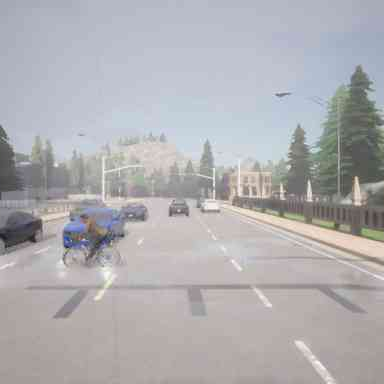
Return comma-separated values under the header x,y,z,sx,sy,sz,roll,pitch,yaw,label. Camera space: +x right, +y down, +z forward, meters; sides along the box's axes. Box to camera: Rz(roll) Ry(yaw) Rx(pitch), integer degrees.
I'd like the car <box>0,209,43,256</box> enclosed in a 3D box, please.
x,y,z,sx,sy,sz,roll,pitch,yaw,label
-7.620,1.477,13.116,1.882,1.535,5.008,0,0,-3,car

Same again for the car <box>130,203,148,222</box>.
x,y,z,sx,sy,sz,roll,pitch,yaw,label
-4.613,1.564,26.530,1.994,1.385,4.181,0,0,-2,car

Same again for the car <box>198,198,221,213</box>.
x,y,z,sx,sy,sz,roll,pitch,yaw,label
2.017,1.526,37.190,1.812,1.442,4.674,0,0,-3,car

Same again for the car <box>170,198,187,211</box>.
x,y,z,sx,sy,sz,roll,pitch,yaw,label
-1.719,1.547,42.523,2.033,1.411,5.357,0,0,-3,car

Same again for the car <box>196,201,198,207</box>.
x,y,z,sx,sy,sz,roll,pitch,yaw,label
1.602,1.547,46.767,2.033,1.411,5.357,0,0,-3,car

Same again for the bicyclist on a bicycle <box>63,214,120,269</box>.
x,y,z,sx,sy,sz,roll,pitch,yaw,label
-2.949,1.455,9.711,1.656,1.620,0.582,-2,0,-3,bicyclist on a bicycle

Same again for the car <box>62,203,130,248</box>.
x,y,z,sx,sy,sz,roll,pitch,yaw,label
-4.198,1.478,14.908,1.882,1.535,5.008,0,0,-3,car

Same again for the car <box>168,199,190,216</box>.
x,y,z,sx,sy,sz,roll,pitch,yaw,label
-1.266,1.490,32.307,2.128,1.511,4.902,0,0,-2,car

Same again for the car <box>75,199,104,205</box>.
x,y,z,sx,sy,sz,roll,pitch,yaw,label
-8.115,1.352,26.529,2.097,1.767,4.553,0,0,-3,car
